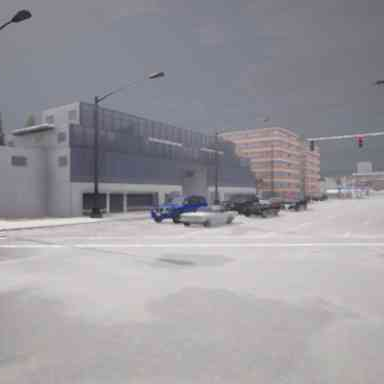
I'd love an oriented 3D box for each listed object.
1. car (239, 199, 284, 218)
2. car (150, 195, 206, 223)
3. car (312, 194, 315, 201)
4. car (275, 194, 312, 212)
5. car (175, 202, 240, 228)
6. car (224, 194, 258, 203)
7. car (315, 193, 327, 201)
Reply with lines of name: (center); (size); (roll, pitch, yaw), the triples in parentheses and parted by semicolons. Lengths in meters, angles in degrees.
car: (6.449, 1.611, 30.611); (1.895, 1.301, 4.718); (0, 1, 35)
car: (-0.847, 1.283, 26.310); (2.150, 2.045, 5.566); (0, 0, 35)
car: (16.828, 1.094, 51.478); (2.033, 1.411, 5.357); (0, 1, 35)
car: (11.721, 1.359, 38.127); (2.128, 1.511, 4.902); (0, 1, 35)
car: (1.188, 1.648, 23.109); (1.895, 1.301, 4.718); (0, 0, 35)
car: (5.097, 1.211, 34.782); (2.150, 2.045, 5.566); (0, 1, 36)
car: (23.002, 0.955, 60.160); (2.033, 1.411, 5.357); (0, 0, 36)
